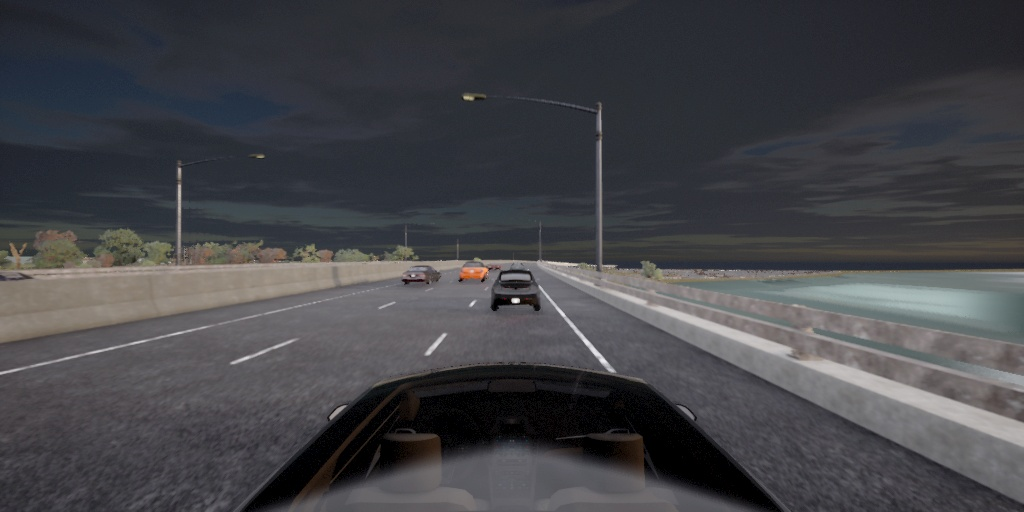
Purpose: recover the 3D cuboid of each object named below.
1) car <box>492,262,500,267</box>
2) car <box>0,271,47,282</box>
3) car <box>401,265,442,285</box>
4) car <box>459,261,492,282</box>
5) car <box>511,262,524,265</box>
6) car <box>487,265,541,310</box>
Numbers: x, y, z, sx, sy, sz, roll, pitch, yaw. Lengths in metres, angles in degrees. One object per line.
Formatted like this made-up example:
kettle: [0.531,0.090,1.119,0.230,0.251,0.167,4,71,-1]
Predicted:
car: [-2.583,1.638,55.074,1.895,1.301,4.718,0,0,2]
car: [-24.483,1.404,16.504,1.895,1.301,4.718,0,0,1]
car: [-6.728,1.414,27.087,2.033,1.411,5.357,0,0,1]
car: [-3.160,1.238,30.524,2.097,1.767,4.553,0,0,1]
car: [0.769,1.568,50.036,1.994,1.385,4.181,0,0,2]
car: [0.150,1.318,15.056,1.837,1.490,4.892,0,0,0]
